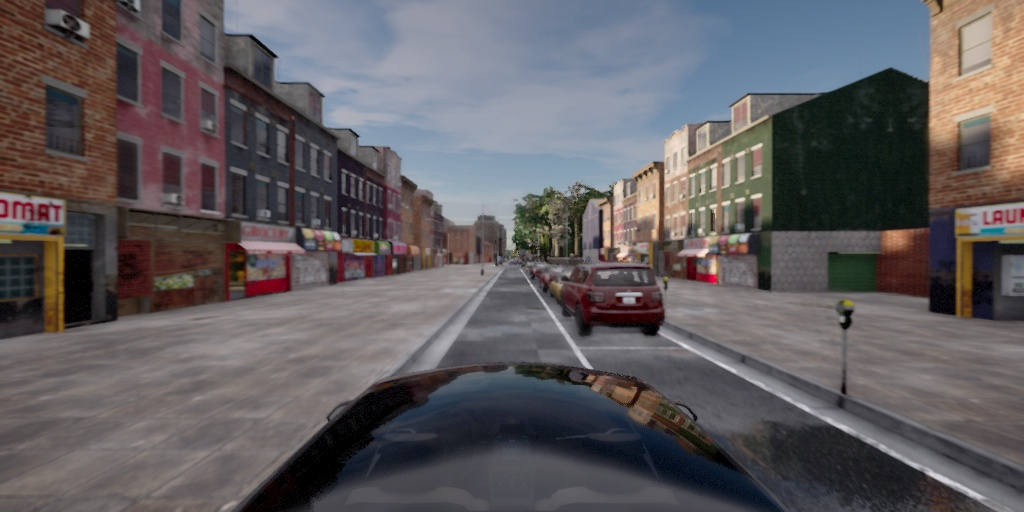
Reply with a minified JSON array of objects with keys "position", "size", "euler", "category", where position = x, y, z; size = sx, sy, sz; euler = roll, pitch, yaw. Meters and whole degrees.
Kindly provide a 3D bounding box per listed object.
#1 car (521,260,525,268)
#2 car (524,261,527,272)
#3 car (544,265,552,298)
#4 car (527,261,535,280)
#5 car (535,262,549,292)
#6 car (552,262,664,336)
[{"position":[2.690,1.489,49.792],"size":[2.007,1.370,4.403],"euler":[0,0,0],"category":"car"},{"position":[2.677,1.431,38.548],"size":[2.007,1.370,4.403],"euler":[0,0,0],"category":"car"},{"position":[2.651,1.317,16.231],"size":[1.751,1.417,4.829],"euler":[0,0,0],"category":"car"},{"position":[2.670,1.294,32.927],"size":[1.967,1.591,4.097],"euler":[0,0,0],"category":"car"},{"position":[2.657,1.250,21.683],"size":[1.967,1.591,4.097],"euler":[0,0,0],"category":"car"},{"position":[2.644,1.090,10.439],"size":[2.192,1.841,5.009],"euler":[0,0,0],"category":"car"}]
